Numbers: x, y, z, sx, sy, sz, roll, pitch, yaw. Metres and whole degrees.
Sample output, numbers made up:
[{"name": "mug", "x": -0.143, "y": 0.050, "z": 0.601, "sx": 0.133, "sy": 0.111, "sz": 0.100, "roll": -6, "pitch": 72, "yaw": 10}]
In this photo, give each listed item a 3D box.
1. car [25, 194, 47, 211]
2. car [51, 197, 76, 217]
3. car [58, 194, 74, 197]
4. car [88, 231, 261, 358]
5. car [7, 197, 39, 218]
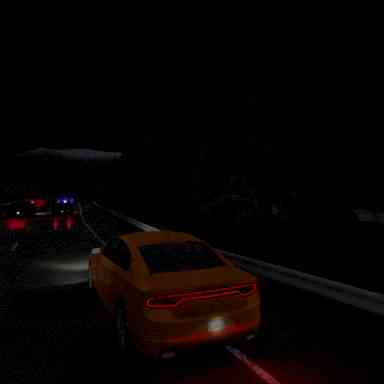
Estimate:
[{"name": "car", "x": -18.825, "y": 1.221, "z": 39.942, "sx": 2.150, "sy": 2.045, "sz": 5.566, "roll": 0, "pitch": 0, "yaw": -19}, {"name": "car", "x": -12.183, "y": 1.492, "z": 31.479, "sx": 2.128, "sy": 1.511, "sz": 4.902, "roll": 0, "pitch": 0, "yaw": -19}, {"name": "car", "x": -15.667, "y": 1.221, "z": 41.354, "sx": 2.150, "sy": 2.045, "sz": 5.566, "roll": 0, "pitch": 0, "yaw": -19}, {"name": "car", "x": -0.746, "y": 1.478, "z": 6.315, "sx": 1.882, "sy": 1.535, "sz": 5.008, "roll": 0, "pitch": 0, "yaw": -25}, {"name": "car", "x": -15.348, "y": 1.505, "z": 30.064, "sx": 1.837, "sy": 1.490, "sz": 4.892, "roll": 0, "pitch": 0, "yaw": -20}]
